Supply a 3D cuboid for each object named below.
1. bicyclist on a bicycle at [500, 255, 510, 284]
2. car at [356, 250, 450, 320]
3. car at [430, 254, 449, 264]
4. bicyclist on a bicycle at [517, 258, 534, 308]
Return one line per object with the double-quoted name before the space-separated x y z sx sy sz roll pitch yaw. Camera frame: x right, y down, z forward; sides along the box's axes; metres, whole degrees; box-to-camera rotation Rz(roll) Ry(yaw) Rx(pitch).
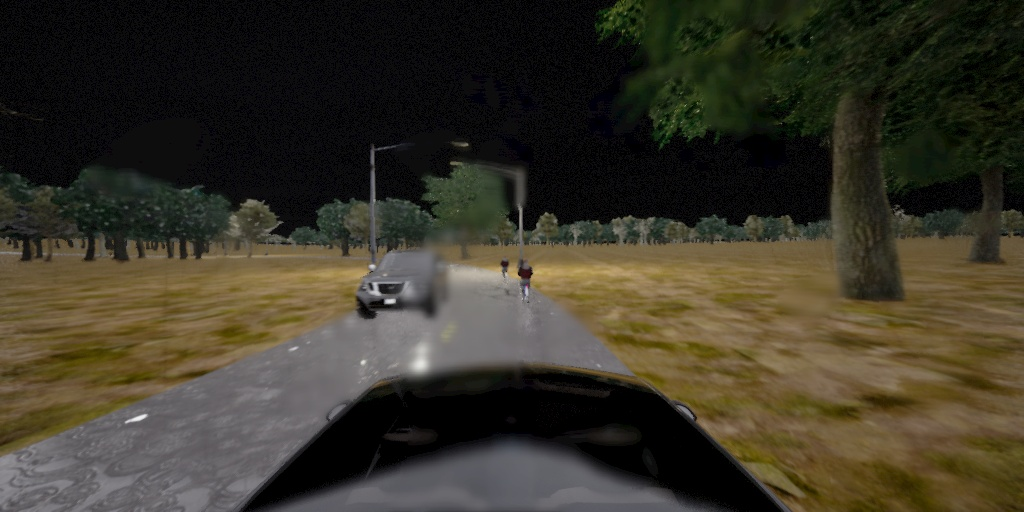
"bicyclist on a bicycle" -0.463 0.819 22.227 0.659 1.776 1.843 0 1 -8
"car" -3.412 0.821 12.335 2.150 2.045 5.566 0 1 -4
"car" -11.230 0.395 55.328 1.812 1.442 4.674 -2 1 -24
"bicyclist on a bicycle" 0.480 0.956 13.155 0.659 1.776 1.843 0 1 -4
